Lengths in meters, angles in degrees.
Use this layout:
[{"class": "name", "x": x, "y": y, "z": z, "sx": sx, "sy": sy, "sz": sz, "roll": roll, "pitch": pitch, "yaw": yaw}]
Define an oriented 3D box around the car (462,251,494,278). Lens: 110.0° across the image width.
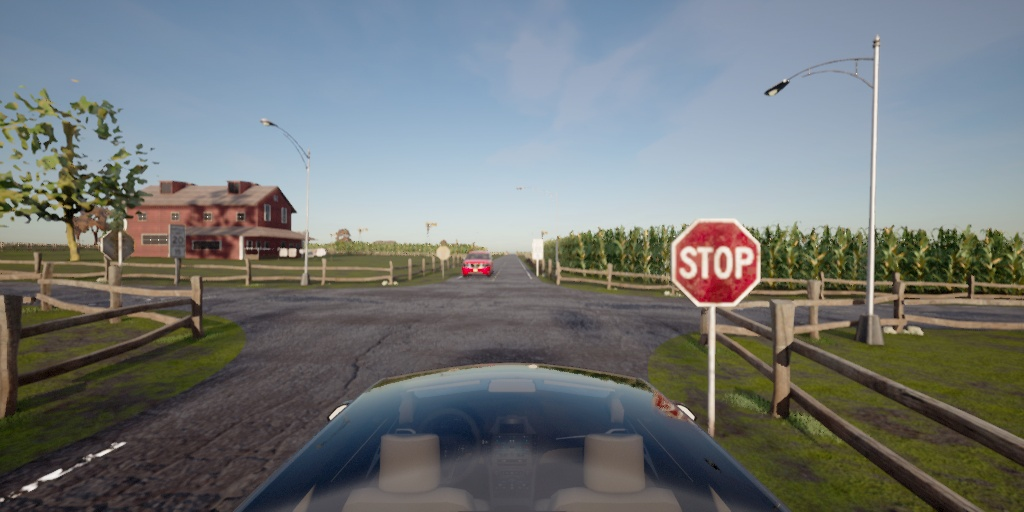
[{"class": "car", "x": -2.663, "y": 0.635, "z": 28.917, "sx": 2.150, "sy": 2.045, "sz": 5.566, "roll": 0, "pitch": 1, "yaw": 0}]
